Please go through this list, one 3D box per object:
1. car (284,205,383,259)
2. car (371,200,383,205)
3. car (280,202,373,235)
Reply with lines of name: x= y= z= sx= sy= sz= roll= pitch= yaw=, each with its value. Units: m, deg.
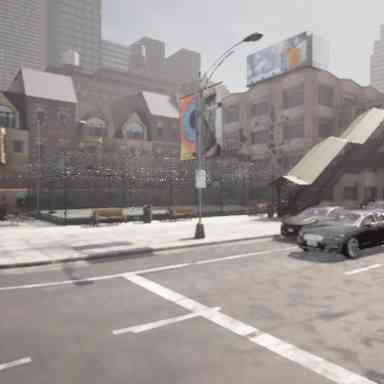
car: x=6.022 y=1.447 z=12.547 sx=4.902 sy=1.511 sz=2.128 roll=0 pitch=0 yaw=-35
car: x=11.591 y=1.277 z=20.173 sx=4.553 sy=1.767 sz=2.185 roll=0 pitch=0 yaw=-36
car: x=6.442 y=1.426 z=16.328 sx=5.008 sy=1.535 sz=2.097 roll=0 pitch=0 yaw=-36
